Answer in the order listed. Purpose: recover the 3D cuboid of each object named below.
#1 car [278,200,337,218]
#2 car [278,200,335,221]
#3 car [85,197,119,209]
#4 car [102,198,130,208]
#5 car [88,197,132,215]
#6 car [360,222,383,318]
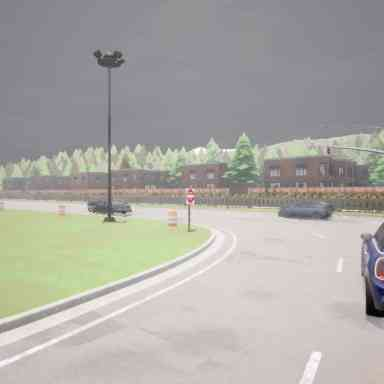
[{"bbox_3d":[10.688,1.504,30.945,4.892,1.490,1.837,0,0,41],"label":"car"},{"bbox_3d":[9.328,1.563,27.497,4.181,1.385,1.994,0,0,41],"label":"car"},{"bbox_3d":[-12.620,1.491,46.384,4.902,1.511,2.128,0,0,41],"label":"car"},{"bbox_3d":[-11.388,1.563,49.941,4.181,1.385,1.994,0,0,41],"label":"car"},{"bbox_3d":[-8.285,1.547,33.418,5.357,1.411,2.033,0,0,41],"label":"car"},{"bbox_3d":[4.810,1.352,7.063,2.097,1.767,4.553,0,0,26],"label":"car"}]
